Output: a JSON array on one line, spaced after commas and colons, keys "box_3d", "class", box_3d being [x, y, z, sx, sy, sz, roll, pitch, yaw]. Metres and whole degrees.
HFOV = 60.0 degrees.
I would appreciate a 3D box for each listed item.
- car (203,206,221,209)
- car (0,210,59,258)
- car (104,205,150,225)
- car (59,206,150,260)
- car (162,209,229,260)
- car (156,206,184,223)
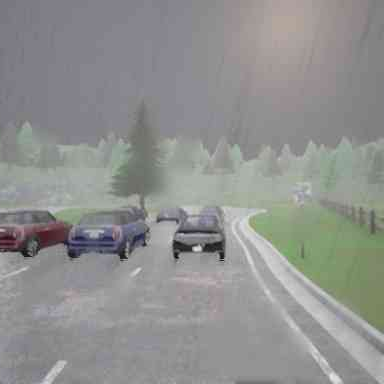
[{"box_3d": [1.629, 1.835, 26.898, 2.033, 1.411, 5.357, 0, -1, 10], "class": "car"}, {"box_3d": [-6.595, 1.498, 13.631, 2.097, 1.767, 4.553, 0, -1, 5], "class": "car"}, {"box_3d": [-5.294, 1.846, 27.938, 2.033, 1.411, 5.357, 0, -1, 10], "class": "car"}, {"box_3d": [-3.112, 1.494, 13.301, 2.097, 1.767, 4.553, 0, -1, 5], "class": "car"}, {"box_3d": [0.380, 1.633, 13.049, 2.128, 1.511, 4.902, 0, 0, 5], "class": "car"}, {"box_3d": [-1.617, 1.868, 28.401, 1.994, 1.385, 4.181, 0, -1, 11], "class": "car"}]
